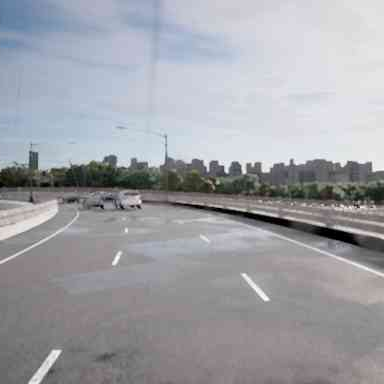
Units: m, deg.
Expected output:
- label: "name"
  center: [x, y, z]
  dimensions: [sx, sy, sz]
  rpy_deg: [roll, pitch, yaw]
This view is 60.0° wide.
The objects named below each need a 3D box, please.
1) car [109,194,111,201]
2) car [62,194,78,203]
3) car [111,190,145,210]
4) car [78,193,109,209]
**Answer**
- label: "car"
  center: [-13.154, 0.936, 56.613]
  dimensions: [2.128, 1.511, 4.902]
  rpy_deg: [-1, 1, -34]
- label: "car"
  center: [-19.419, 1.027, 53.385]
  dimensions: [1.837, 1.490, 4.892]
  rpy_deg: [-1, 1, -34]
- label: "car"
  center: [-7.217, 0.847, 37.161]
  dimensions: [2.150, 2.045, 5.566]
  rpy_deg: [0, 1, -22]
- label: "car"
  center: [-11.330, 1.189, 38.088]
  dimensions: [2.033, 1.411, 5.357]
  rpy_deg: [-1, 1, -25]
